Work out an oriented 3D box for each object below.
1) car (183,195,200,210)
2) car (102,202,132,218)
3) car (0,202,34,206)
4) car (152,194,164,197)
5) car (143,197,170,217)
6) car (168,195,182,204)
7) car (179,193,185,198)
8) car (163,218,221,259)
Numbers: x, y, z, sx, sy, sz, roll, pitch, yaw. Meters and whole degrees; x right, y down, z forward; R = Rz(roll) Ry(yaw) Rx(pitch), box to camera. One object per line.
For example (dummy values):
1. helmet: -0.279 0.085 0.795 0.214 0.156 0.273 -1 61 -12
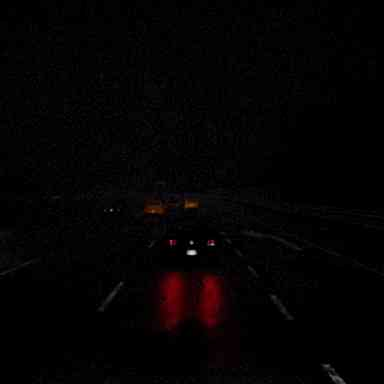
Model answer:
1. car: -0.005 1.591 44.975 1.882 1.535 5.008 0 0 0
2. car: -7.003 1.636 31.460 2.033 1.411 5.357 0 0 0
3. car: -17.584 1.696 34.362 1.895 1.301 4.718 0 0 0
4. car: -7.008 1.347 68.250 2.150 2.045 5.566 0 0 0
5. car: -3.504 1.568 32.231 1.882 1.535 5.008 0 0 0
6. car: -3.508 1.726 68.210 1.895 1.301 4.718 0 0 0
7. car: -3.509 1.609 84.146 1.882 1.535 5.008 0 0 0
8. car: -0.003 1.635 12.746 1.895 1.301 4.718 0 0 0
